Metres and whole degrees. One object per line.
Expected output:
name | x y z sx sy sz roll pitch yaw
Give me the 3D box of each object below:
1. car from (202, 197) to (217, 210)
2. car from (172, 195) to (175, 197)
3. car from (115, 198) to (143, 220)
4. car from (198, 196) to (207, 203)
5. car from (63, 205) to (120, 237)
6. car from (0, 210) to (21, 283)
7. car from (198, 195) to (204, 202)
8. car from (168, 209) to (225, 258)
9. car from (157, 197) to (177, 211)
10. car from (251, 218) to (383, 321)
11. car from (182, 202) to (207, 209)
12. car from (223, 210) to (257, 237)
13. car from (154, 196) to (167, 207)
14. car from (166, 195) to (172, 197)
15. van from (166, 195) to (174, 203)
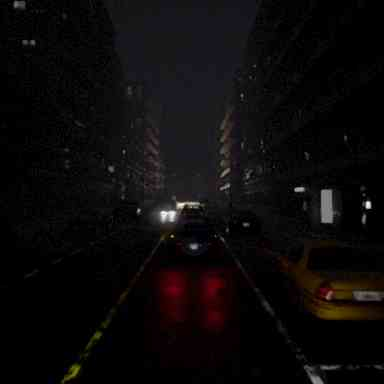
car | 2.702 1.786 47.188 1.752 1.417 4.829 1 0 0
car | -5.675 1.771 81.066 2.192 1.841 5.009 1 0 0
car | -5.672 1.480 29.906 2.192 1.841 5.009 1 0 0
car | 2.702 1.929 86.811 1.967 1.590 4.097 1 0 0
car | -5.677 1.653 18.535 2.008 1.369 4.403 1 0 0
car | -5.671 1.355 7.168 2.192 1.841 5.009 1 0 0
car | 2.700 1.955 69.756 1.947 1.339 4.313 1 0 0
car | 0.076 1.598 13.030 1.812 1.442 4.674 0 0 0
car | -3.092 1.739 44.844 2.128 1.511 4.902 0 0 0
car | 2.704 1.566 7.398 1.752 1.417 4.829 1 0 0
car | 0.080 1.758 28.659 1.895 1.301 4.718 0 0 0
car | 2.703 1.668 18.596 1.947 1.339 4.313 1 0 0
car | -5.679 1.890 58.328 1.947 1.339 4.313 1 0 0
car | -5.674 1.672 64.013 2.192 1.841 5.009 1 0 0
van | -5.676 1.830 86.750 1.690 1.788 3.998 1 0 0
